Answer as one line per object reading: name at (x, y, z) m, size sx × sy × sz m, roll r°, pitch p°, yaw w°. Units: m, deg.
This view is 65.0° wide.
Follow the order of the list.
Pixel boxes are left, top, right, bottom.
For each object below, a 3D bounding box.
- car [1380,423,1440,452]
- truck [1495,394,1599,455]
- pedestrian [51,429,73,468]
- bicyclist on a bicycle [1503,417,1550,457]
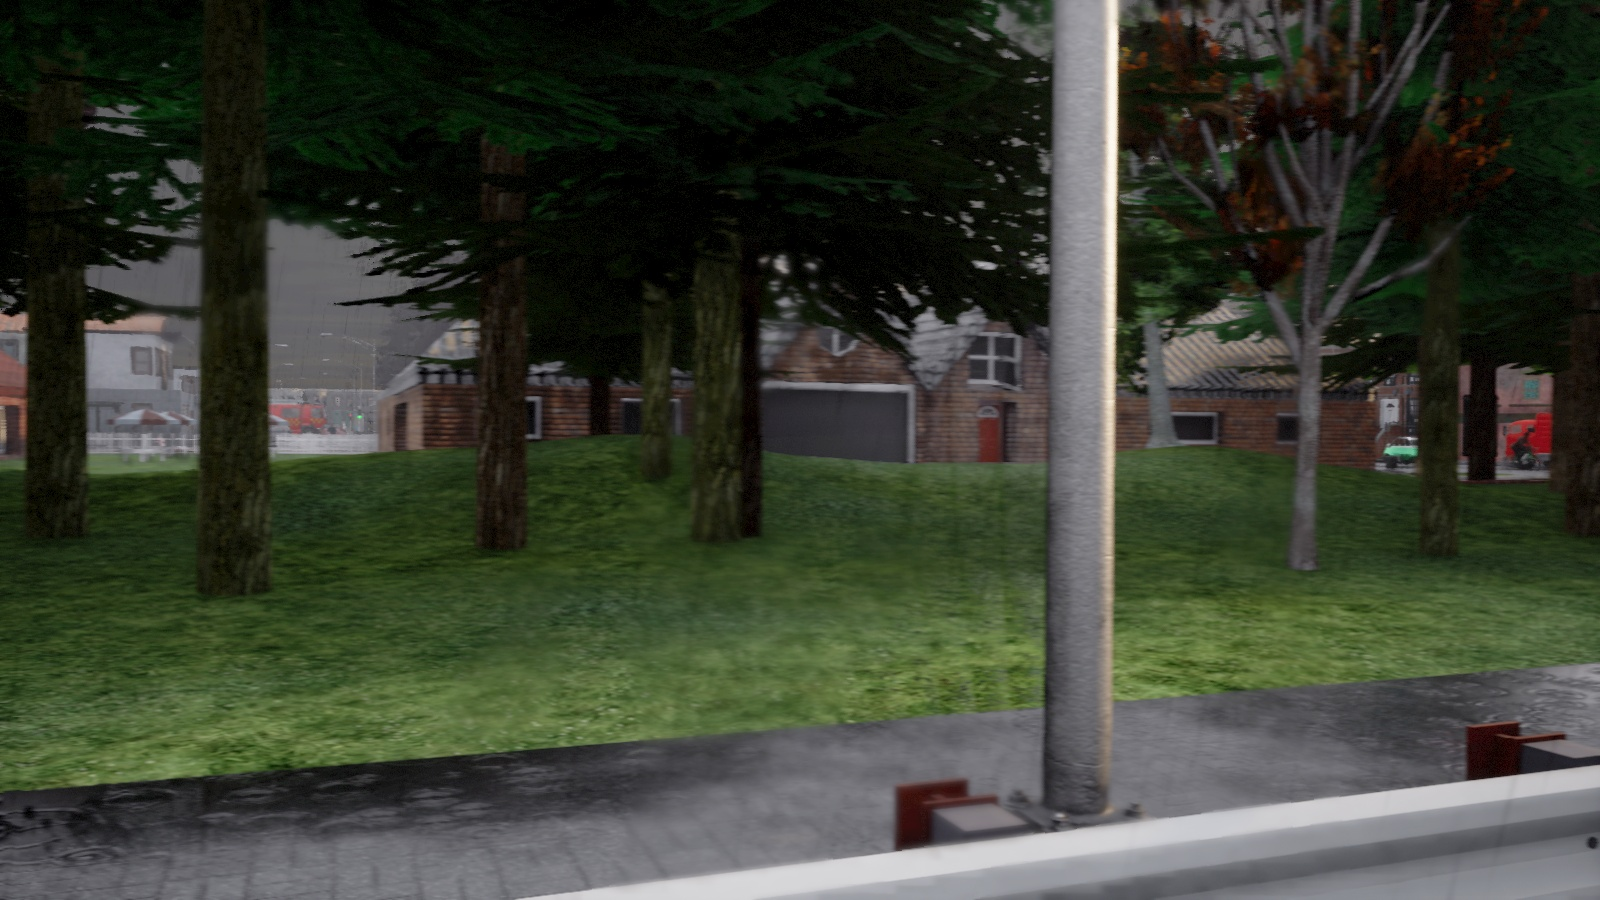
car at (29.863, -0.623, 61.513) m, size 1.481 × 1.376 × 2.207 m, roll -1°, pitch 1°, yaw -20°
truck at (32.852, -1.066, 53.471) m, size 2.627 × 2.467 × 5.204 m, roll -1°, pitch 1°, yaw -20°
pedestrian at (-37.379, -0.088, 63.605) m, size 0.873 × 1.952 × 0.659 m, roll -1°, pitch 1°, yaw -22°
bicyclist on a bicycle at (29.500, -0.538, 51.038) m, size 0.582 × 1.620 × 1.656 m, roll -1°, pitch 1°, yaw -20°
